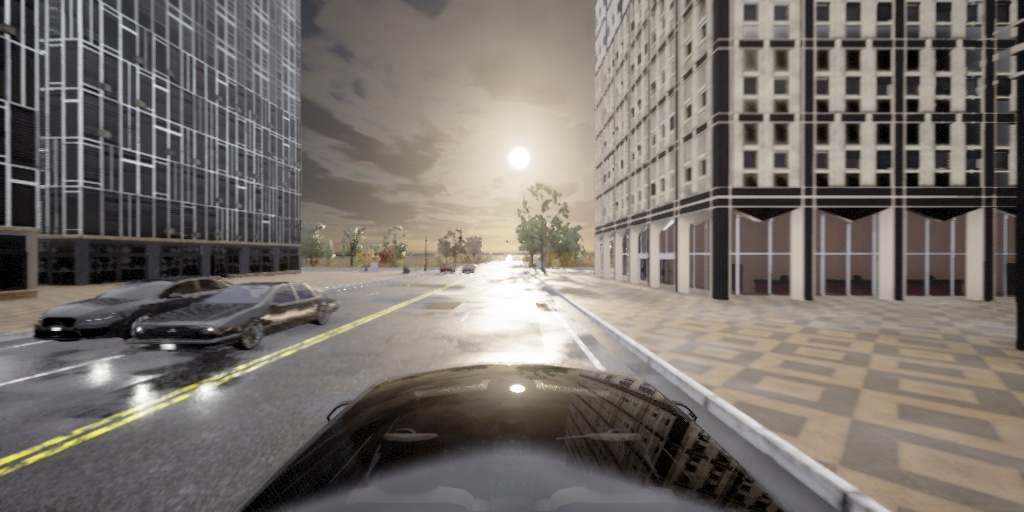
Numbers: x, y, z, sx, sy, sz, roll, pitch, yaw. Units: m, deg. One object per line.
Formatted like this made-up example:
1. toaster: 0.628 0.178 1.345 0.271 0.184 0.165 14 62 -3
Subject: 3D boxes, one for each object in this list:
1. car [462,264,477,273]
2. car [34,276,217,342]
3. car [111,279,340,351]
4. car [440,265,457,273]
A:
1. car: -6.496 1.931 54.996 2.033 1.411 5.357 0 -1 0
2. car: -9.849 1.356 10.177 1.837 1.490 4.892 0 -1 0
3. car: -6.599 1.392 9.546 2.033 1.411 5.357 0 -1 0
4. car: -9.747 1.994 54.965 1.895 1.301 4.718 0 -1 0
